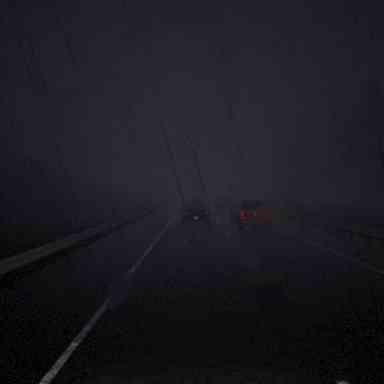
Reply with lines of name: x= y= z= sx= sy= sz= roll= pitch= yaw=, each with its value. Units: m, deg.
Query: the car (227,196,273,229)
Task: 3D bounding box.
car: x=3.746 y=1.322 z=21.505 sx=2.097 sy=1.767 sz=4.553 roll=0 pitch=0 yaw=0

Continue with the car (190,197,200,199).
car: x=0.393 y=1.440 z=42.213 sx=1.837 sy=1.490 sz=4.892 roll=0 pitch=0 yaw=0

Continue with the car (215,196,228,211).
car: x=3.878 y=1.295 z=40.135 sx=2.097 sy=1.767 sz=4.553 roll=0 pitch=0 yaw=0

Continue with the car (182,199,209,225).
car: x=0.262 y=1.490 z=23.865 sx=1.812 sy=1.442 sz=4.674 roll=0 pitch=0 yaw=1
